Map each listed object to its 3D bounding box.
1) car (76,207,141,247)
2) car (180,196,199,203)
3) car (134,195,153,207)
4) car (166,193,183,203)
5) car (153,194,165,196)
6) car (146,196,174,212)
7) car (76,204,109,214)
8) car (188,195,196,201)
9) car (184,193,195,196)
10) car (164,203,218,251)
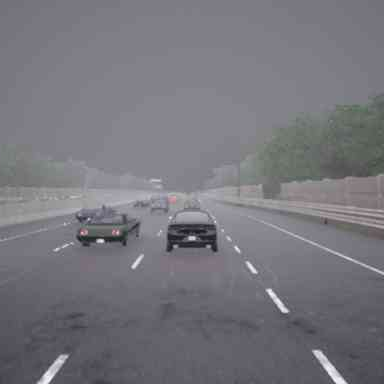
[{"bbox_3d":[-3.495,1.582,14.945,1.895,1.301,4.718,0,0,0],"label":"car"},{"bbox_3d":[0.019,1.494,36.520,2.033,1.411,5.357,0,0,0],"label":"car"},{"bbox_3d":[-6.976,1.537,47.328,1.895,1.301,4.718,0,0,0],"label":"car"},{"bbox_3d":[-3.466,1.273,65.243,2.097,1.767,4.553,0,0,0],"label":"car"},{"bbox_3d":[-6.964,1.274,65.245,2.097,1.767,4.553,0,0,0],"label":"car"},{"bbox_3d":[-3.482,1.494,37.422,2.033,1.411,5.357,0,0,0],"label":"car"},{"bbox_3d":[-6.987,1.566,24.841,1.895,1.301,4.718,0,0,0],"label":"car"},{"bbox_3d":[0.044,1.433,85.481,2.128,1.511,4.902,0,0,0],"label":"car"},{"bbox_3d":[0.032,1.412,65.317,2.128,1.511,4.902,0,0,0],"label":"car"},{"bbox_3d":[0.007,1.460,14.053,1.882,1.535,5.008,0,0,0],"label":"car"}]
